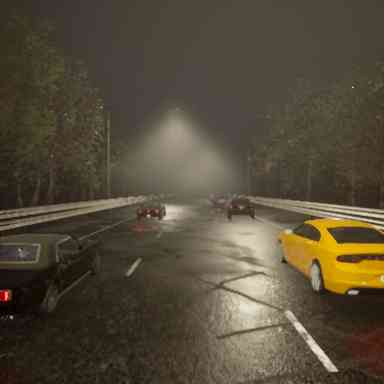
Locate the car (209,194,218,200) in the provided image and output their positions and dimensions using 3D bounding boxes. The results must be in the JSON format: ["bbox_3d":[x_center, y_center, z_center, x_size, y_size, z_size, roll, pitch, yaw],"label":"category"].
[{"bbox_3d":[5.063,1.150,79.152,1.837,1.490,4.892,0,0,2],"label":"car"}]

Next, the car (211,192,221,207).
[{"bbox_3d":[4.058,1.231,46.303,2.033,1.649,4.856,0,0,1],"label":"car"}]

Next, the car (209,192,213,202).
[{"bbox_3d":[4.337,1.228,57.255,1.882,1.535,5.008,0,0,2],"label":"car"}]

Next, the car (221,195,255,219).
[{"bbox_3d":[3.820,1.235,27.564,2.097,1.767,4.553,0,0,1],"label":"car"}]

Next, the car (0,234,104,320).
[{"bbox_3d":[-3.373,1.570,7.226,1.895,1.301,4.718,0,0,0],"label":"car"}]

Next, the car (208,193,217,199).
[{"bbox_3d":[5.510,1.084,90.098,2.128,1.511,4.902,0,0,2],"label":"car"}]

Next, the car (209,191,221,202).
[{"bbox_3d":[4.673,0.920,68.233,2.150,2.045,5.566,0,0,2],"label":"car"}]

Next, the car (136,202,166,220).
[{"bbox_3d":[-3.191,1.485,26.983,1.895,1.301,4.718,0,0,1],"label":"car"}]

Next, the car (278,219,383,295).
[{"bbox_3d":[3.635,1.442,8.640,1.882,1.535,5.008,0,0,0],"label":"car"}]
